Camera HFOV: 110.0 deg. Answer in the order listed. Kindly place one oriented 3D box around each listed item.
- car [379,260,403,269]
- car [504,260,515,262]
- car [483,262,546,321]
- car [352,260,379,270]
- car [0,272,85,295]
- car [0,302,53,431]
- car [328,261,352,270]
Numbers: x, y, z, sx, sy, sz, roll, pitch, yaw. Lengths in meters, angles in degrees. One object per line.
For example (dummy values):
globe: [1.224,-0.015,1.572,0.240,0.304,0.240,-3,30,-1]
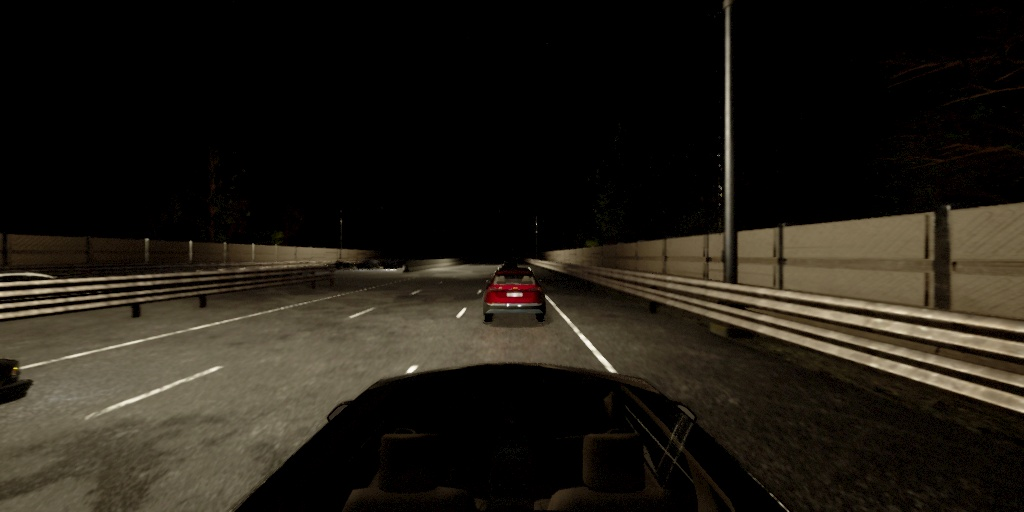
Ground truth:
car: [-18.120,1.334,54.555,1.994,1.385,4.181,0,0,0]
car: [-0.271,1.269,43.177,1.837,1.490,4.892,0,0,-1]
car: [0.068,1.183,12.583,2.033,1.649,4.856,0,0,0]
car: [-21.601,1.318,54.093,2.033,1.411,5.357,0,0,0]
car: [-17.861,1.281,12.253,1.812,1.442,4.674,0,0,1]
car: [-6.898,1.299,1.914,2.033,1.411,5.357,0,0,0]
car: [-25.085,1.372,52.592,1.895,1.301,4.718,0,0,0]
